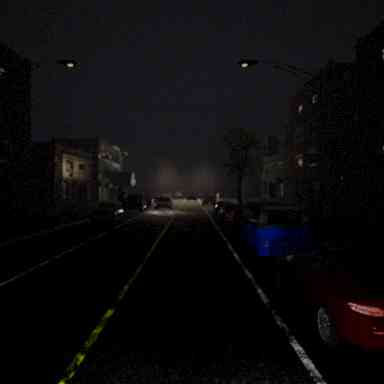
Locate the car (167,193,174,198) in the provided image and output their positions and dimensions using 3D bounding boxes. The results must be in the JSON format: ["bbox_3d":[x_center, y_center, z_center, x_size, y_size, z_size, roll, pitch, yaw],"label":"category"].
[{"bbox_3d":[-5.727,0.938,89.126,1.802,1.307,4.206,-1,0,0],"label":"car"}]

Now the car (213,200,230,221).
[{"bbox_3d":[2.679,1.420,22.553,1.802,1.307,4.206,-1,0,0],"label":"car"}]

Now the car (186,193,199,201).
[{"bbox_3d":[-0.026,1.061,64.681,1.812,1.442,4.674,0,0,0],"label":"car"}]

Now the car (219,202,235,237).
[{"bbox_3d":[2.681,1.422,17.005,1.887,1.381,4.507,-1,0,0],"label":"car"}]

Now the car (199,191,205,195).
[{"bbox_3d":[2.657,1.004,78.035,1.947,1.339,4.313,-1,0,0],"label":"car"}]

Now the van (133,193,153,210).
[{"bbox_3d":[-5.710,1.059,39.190,1.690,1.788,3.998,-1,0,0],"label":"van"}]

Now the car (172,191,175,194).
[{"bbox_3d":[-5.723,1.019,78.029,1.802,1.307,4.206,-1,0,0],"label":"car"}]

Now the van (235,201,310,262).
[{"bbox_3d":[2.681,1.259,11.455,1.690,1.788,3.998,-1,0,0],"label":"van"}]

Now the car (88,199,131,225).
[{"bbox_3d":[-5.701,1.388,22.547,2.008,1.369,4.403,-1,0,0],"label":"car"}]

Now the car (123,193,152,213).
[{"bbox_3d":[-5.708,1.073,33.642,2.192,1.841,5.009,-1,0,0],"label":"car"}]

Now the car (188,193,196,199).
[{"bbox_3d":[-0.032,0.935,81.408,1.895,1.301,4.718,0,0,0],"label":"car"}]

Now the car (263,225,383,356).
[{"bbox_3d":[2.686,1.539,5.908,1.802,1.307,4.206,-1,0,0],"label":"car"}]

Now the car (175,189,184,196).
[{"bbox_3d":[-3.032,0.382,78.702,2.150,2.045,5.566,0,0,0],"label":"car"}]

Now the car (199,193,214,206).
[{"bbox_3d":[2.333,1.195,46.024,1.812,1.442,4.674,0,0,0],"label":"car"}]

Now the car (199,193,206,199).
[{"bbox_3d":[2.656,0.922,83.752,1.752,1.417,4.829,-1,0,0],"label":"car"}]

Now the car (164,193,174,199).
[{"bbox_3d":[-5.726,0.947,83.577,2.008,1.369,4.403,-1,0,0],"label":"car"}]

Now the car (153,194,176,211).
[{"bbox_3d":[-3.108,1.260,36.950,1.812,1.442,4.674,0,0,0],"label":"car"}]

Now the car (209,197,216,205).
[{"bbox_3d":[2.677,1.380,28.101,1.802,1.307,4.206,-1,0,0],"label":"car"}]

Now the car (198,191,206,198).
[{"bbox_3d":[2.651,0.672,89.130,2.192,1.841,5.009,-1,0,0],"label":"car"}]
